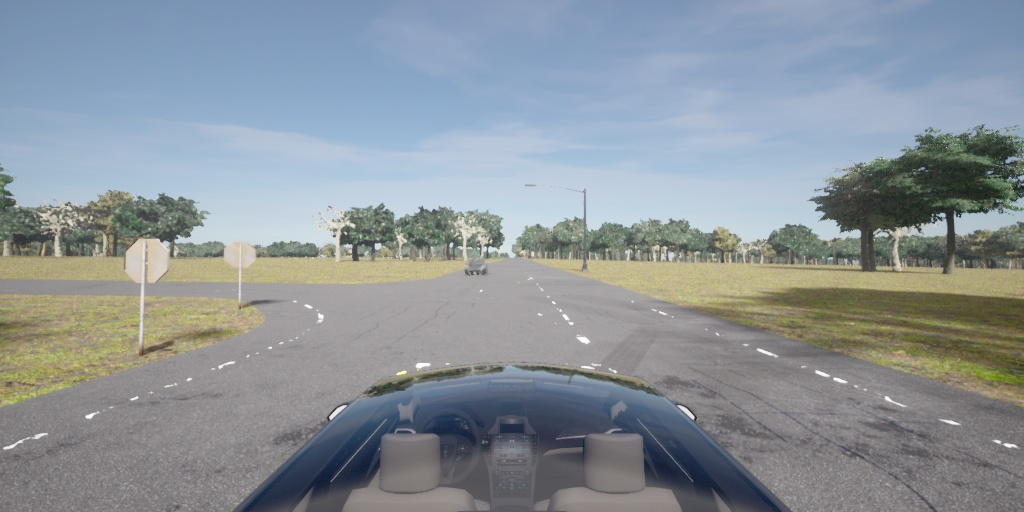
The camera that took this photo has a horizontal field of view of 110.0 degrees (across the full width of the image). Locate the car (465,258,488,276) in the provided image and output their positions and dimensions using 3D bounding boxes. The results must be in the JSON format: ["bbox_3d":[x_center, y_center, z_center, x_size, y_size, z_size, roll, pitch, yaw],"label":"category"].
[{"bbox_3d":[-3.526,1.036,36.219,2.097,1.767,4.553,0,0,0],"label":"car"}]
